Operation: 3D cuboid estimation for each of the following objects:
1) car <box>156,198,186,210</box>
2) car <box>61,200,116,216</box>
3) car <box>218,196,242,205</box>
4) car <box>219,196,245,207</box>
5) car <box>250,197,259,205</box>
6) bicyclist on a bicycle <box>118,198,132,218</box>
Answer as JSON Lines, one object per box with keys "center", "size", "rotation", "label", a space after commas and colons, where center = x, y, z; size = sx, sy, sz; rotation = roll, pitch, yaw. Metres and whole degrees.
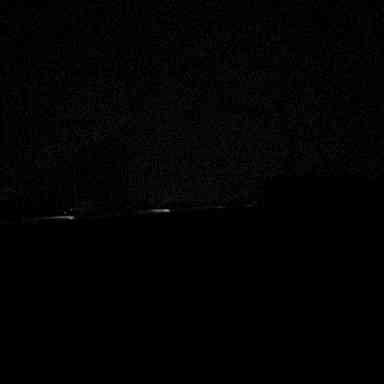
{"center": [-2.644, 1.482, 42.769], "size": [1.812, 1.442, 4.674], "rotation": [-1, -1, 35], "label": "car"}
{"center": [-9.970, 1.524, 32.390], "size": [2.033, 1.411, 5.357], "rotation": [-1, -1, 35], "label": "car"}
{"center": [6.338, 1.396, 55.347], "size": [1.895, 1.301, 4.718], "rotation": [-1, -1, 35], "label": "car"}
{"center": [6.256, 1.406, 50.361], "size": [1.882, 1.535, 5.008], "rotation": [-1, -1, 36], "label": "car"}
{"center": [11.958, 1.477, 58.540], "size": [2.128, 1.511, 4.902], "rotation": [-1, -1, 35], "label": "car"}
{"center": [-5.672, 1.351, 28.116], "size": [1.656, 1.620, 0.582], "rotation": [0, 0, 35], "label": "bicyclist on a bicycle"}
